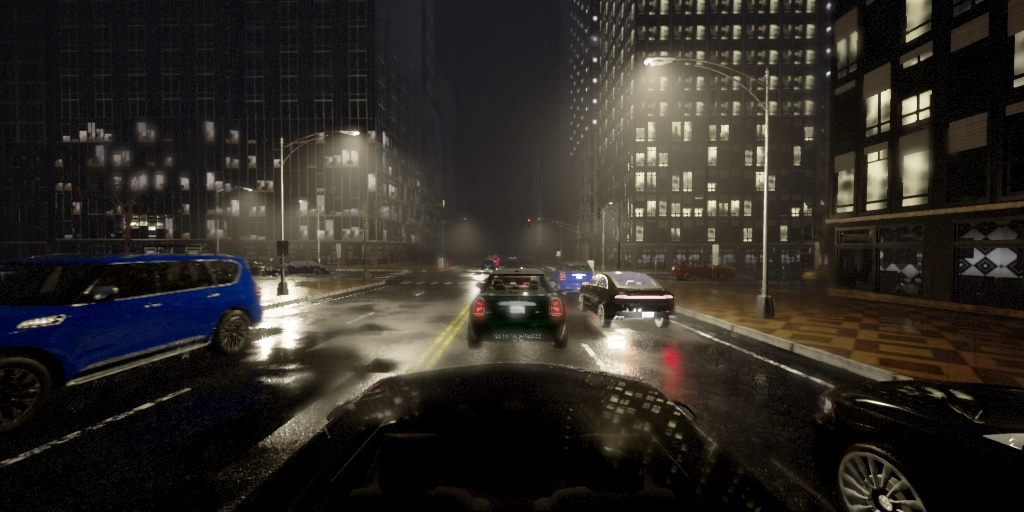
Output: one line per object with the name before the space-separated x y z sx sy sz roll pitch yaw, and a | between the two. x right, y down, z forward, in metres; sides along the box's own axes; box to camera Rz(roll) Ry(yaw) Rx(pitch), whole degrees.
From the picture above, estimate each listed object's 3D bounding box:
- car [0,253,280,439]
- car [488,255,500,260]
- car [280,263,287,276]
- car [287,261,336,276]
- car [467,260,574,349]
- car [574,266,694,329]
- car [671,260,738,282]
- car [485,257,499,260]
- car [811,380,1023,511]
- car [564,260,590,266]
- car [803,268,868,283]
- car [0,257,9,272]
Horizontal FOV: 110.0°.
car | -6.593 0.971 5.647 2.150 2.045 5.566 0 0 0
car | -3.251 0.925 61.045 2.150 2.045 5.566 0 0 0
car | -22.692 1.173 31.364 4.313 1.339 1.948 0 0 1
car | -19.664 1.139 33.991 5.357 1.411 2.033 0 1 0
car | 0.111 1.099 9.320 2.097 1.767 4.553 0 0 0
car | 3.363 1.237 11.294 2.128 1.511 4.902 0 0 0
car | 16.232 1.269 30.785 5.009 1.841 2.192 0 0 1
car | -3.281 1.241 50.822 1.812 1.442 4.674 0 0 0
car | 3.344 1.242 0.902 2.128 1.511 4.902 0 0 0
car | 3.375 1.092 20.136 2.097 1.767 4.553 0 0 0
car | 27.680 1.578 30.573 4.829 1.417 1.751 0 0 1
car | -52.334 0.816 34.795 4.674 1.442 1.812 0 1 2
